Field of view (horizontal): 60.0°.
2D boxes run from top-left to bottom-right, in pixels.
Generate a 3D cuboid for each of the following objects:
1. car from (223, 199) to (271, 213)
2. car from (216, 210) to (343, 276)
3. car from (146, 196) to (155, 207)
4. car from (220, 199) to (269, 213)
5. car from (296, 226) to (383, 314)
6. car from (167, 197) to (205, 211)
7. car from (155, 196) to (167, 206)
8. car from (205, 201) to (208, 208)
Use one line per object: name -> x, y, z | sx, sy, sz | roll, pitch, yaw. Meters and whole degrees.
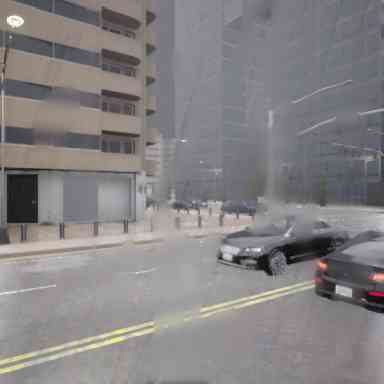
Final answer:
car -> 6.021, 1.492, 36.822 | 2.033, 1.411, 5.357 | 0, 0, -36
car -> 2.956, 1.491, 10.418 | 4.902, 1.511, 2.128 | 0, 0, -36
car -> -8.109, 1.422, 50.811 | 1.882, 1.535, 5.008 | 0, 0, -35
car -> 5.036, 1.492, 32.219 | 2.033, 1.411, 5.357 | 0, 0, -36
car -> 4.474, 1.526, 7.004 | 4.674, 1.442, 1.812 | 0, 0, -35
car -> -0.783, 1.508, 40.369 | 1.994, 1.385, 4.181 | 0, 0, -35
car -> -5.689, 1.449, 53.462 | 1.837, 1.490, 4.892 | 0, 0, -35
car -> 0.203, 1.436, 45.046 | 2.128, 1.511, 4.902 | 0, 0, -35
